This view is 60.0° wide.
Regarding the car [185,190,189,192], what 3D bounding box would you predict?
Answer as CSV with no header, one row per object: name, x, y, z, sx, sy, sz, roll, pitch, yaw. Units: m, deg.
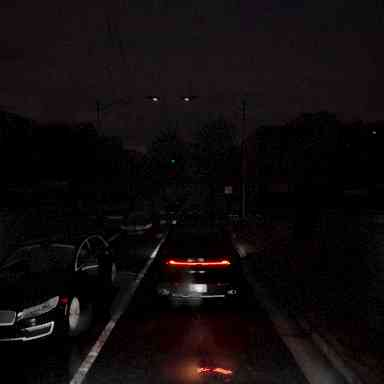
car,-2.517,1.146,94.056,2.192,1.841,5.009,-1,1,0

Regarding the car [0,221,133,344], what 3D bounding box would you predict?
car,-2.650,1.549,6.515,2.008,1.369,4.403,-2,0,0

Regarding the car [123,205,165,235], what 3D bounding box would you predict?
car,-2.633,1.584,17.410,1.802,1.307,4.206,-2,0,0

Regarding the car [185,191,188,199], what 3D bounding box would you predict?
car,-2.557,1.318,71.886,2.192,1.841,5.009,-1,0,0

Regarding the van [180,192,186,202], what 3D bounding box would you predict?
van,-2.564,1.369,66.343,1.690,1.788,3.998,-1,0,0

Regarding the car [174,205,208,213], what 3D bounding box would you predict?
car,0.157,1.604,18.599,1.895,1.301,4.718,0,0,1

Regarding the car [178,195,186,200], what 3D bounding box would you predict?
car,-2.523,1.443,88.507,2.008,1.369,4.403,-1,0,0

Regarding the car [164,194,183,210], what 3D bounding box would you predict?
car,-2.599,1.490,44.187,1.967,1.590,4.097,-2,0,0

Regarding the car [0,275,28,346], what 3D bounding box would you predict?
car,-2.657,1.550,1.066,2.008,1.369,4.403,-2,0,0

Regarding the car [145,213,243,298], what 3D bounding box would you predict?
car,0.116,1.503,8.466,1.837,1.490,4.892,0,0,0
